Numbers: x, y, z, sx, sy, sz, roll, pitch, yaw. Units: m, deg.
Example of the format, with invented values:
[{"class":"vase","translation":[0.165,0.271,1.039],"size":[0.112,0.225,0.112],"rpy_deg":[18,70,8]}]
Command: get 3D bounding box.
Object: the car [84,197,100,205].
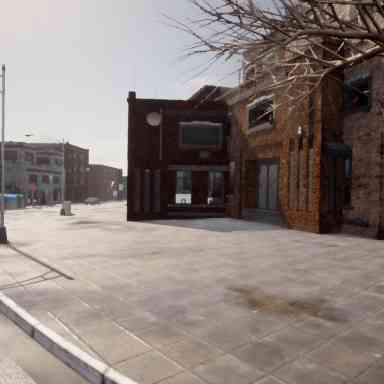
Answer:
[{"class":"car","translation":[-19.256,1.786,64.224],"size":[1.837,1.490,4.892],"rpy_deg":[1,0,2]}]
